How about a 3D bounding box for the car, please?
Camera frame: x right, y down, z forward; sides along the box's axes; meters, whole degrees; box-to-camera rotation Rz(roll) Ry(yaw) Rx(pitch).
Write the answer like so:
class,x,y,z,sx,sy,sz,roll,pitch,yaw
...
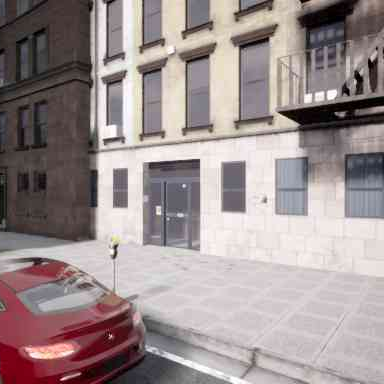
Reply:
class,x,y,z,sx,sy,sz,roll,pitch,yaw
car,-2.474,1.582,4.575,4.206,1.307,1.802,0,0,36
